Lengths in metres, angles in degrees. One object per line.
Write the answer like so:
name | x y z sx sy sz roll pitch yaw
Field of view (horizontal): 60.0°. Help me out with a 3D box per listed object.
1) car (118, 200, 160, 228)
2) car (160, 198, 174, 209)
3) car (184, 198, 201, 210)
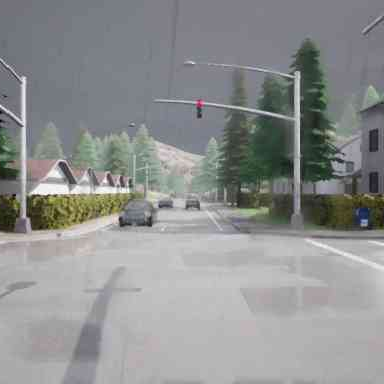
car | -3.546 1.360 22.338 2.097 1.767 4.553 0 0 -1
car | -3.533 1.563 45.947 2.033 1.411 5.357 0 0 1
car | 0.100 1.519 43.289 1.837 1.490 4.892 0 0 0
